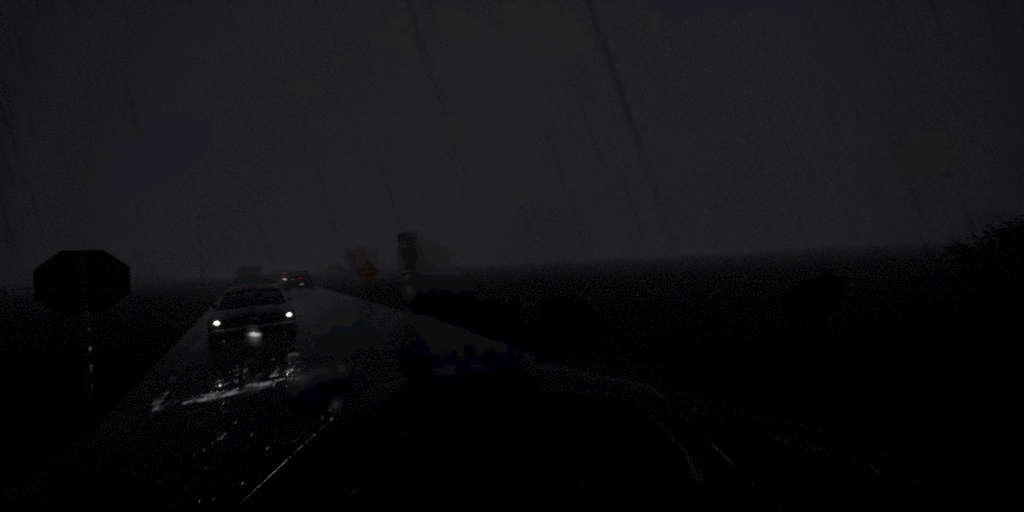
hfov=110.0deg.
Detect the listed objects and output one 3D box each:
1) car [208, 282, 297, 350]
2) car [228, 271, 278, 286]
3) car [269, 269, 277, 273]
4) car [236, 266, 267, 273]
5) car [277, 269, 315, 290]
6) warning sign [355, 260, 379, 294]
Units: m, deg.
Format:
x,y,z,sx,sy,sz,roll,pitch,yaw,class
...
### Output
x,y,z,sx,sy,sz,roll,pitch,yaw,class
-7.578,1.674,10.551,1.895,1.301,4.718,-3,0,-36,car
-14.438,1.836,19.949,1.882,1.535,5.008,-3,0,-36,car
-30.954,2.524,47.558,2.128,1.511,4.902,-3,0,-36,car
-25.182,2.031,34.736,2.150,2.045,5.566,-3,0,-36,car
-16.927,1.925,28.355,2.128,1.511,4.902,-3,0,-36,car
-8.151,1.160,20.359,1.300,1.860,1.060,0,0,-36,warning sign
